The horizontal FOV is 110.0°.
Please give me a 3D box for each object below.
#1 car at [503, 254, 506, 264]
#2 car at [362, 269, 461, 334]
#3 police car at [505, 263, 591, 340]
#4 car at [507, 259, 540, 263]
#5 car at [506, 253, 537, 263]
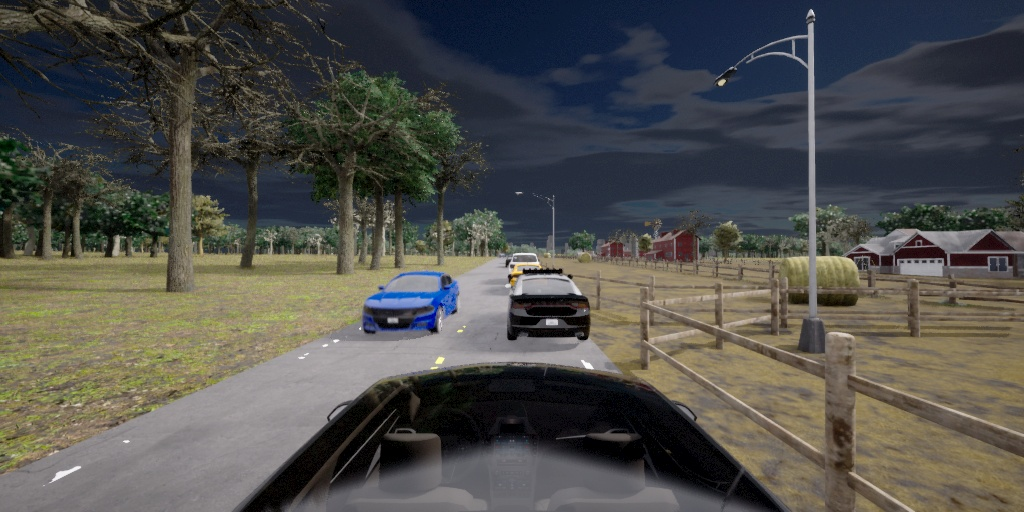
[{"bbox_3d":[0.082,0.747,49.281,1.882,1.535,5.008,0,1,1],"label":"car"},{"bbox_3d":[-2.743,1.204,10.742,1.882,1.535,5.008,0,0,0],"label":"car"},{"bbox_3d":[0.832,1.156,10.019,1.930,1.638,5.238,0,0,0],"label":"police car"},{"bbox_3d":[0.840,1.134,19.910,1.882,1.535,5.008,0,1,0],"label":"car"},{"bbox_3d":[0.846,0.810,25.941,2.150,2.045,5.566,0,1,0],"label":"car"}]
